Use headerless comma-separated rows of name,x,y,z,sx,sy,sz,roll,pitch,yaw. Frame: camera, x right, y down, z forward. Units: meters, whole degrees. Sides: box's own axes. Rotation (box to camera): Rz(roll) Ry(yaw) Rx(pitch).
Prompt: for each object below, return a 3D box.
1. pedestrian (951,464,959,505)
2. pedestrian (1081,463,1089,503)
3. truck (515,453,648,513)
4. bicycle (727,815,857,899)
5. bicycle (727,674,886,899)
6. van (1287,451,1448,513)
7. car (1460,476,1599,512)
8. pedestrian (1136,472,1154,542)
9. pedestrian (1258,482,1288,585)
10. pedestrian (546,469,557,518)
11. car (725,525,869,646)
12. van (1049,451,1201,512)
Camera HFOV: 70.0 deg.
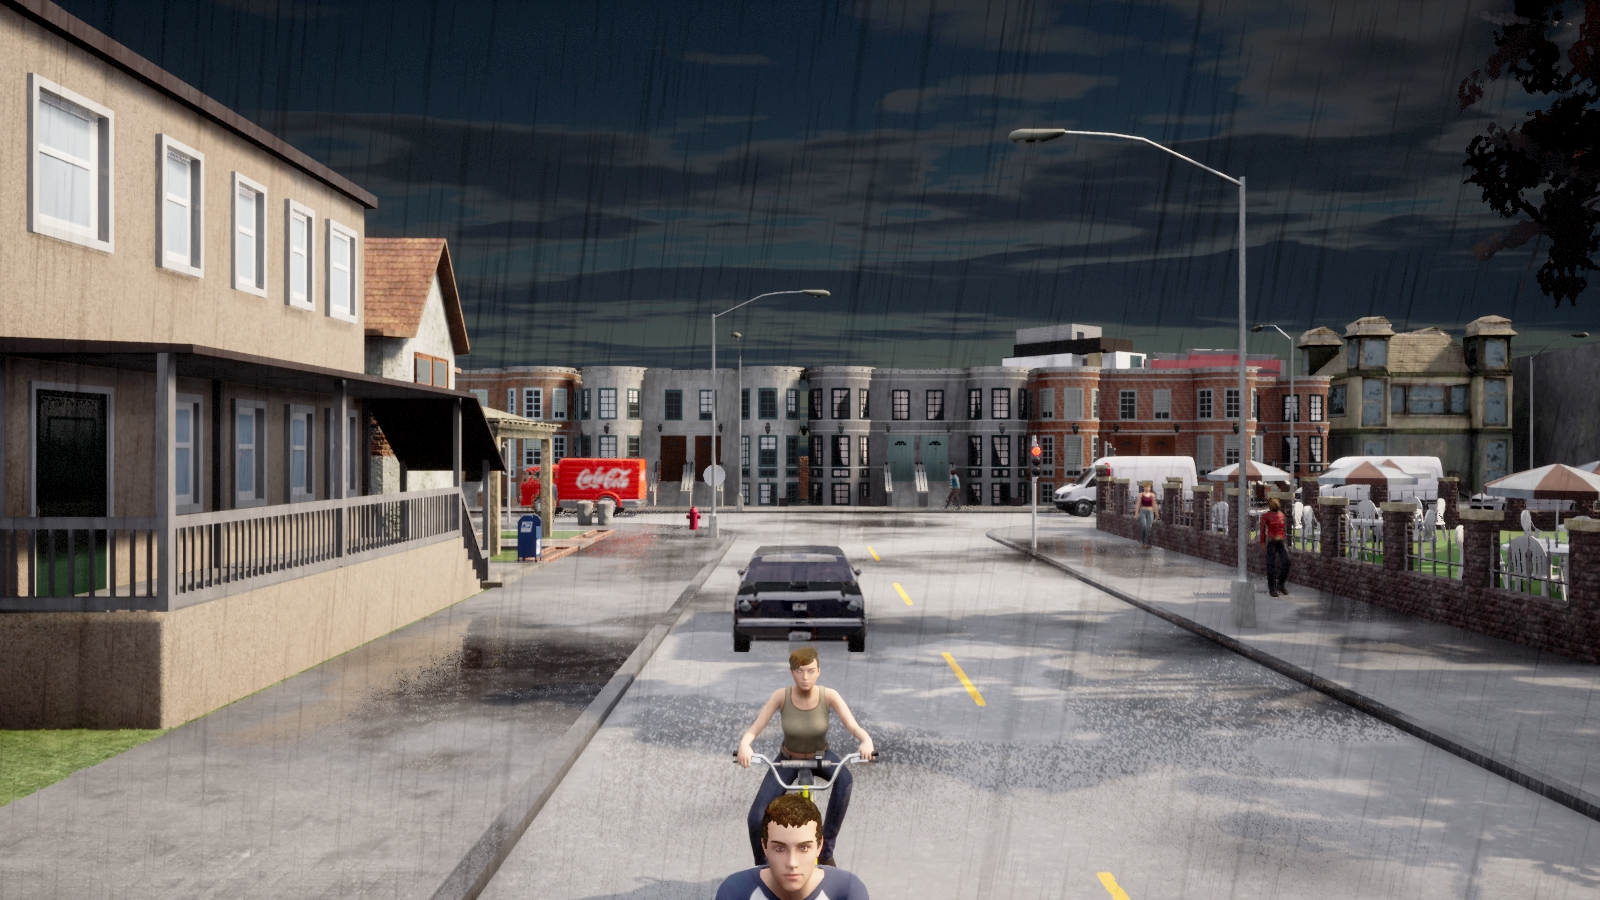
pedestrian,6.954,1.546,51.250,0.375,1.860,0.375,0,0,9
pedestrian,13.396,1.547,53.760,0.375,1.860,0.375,0,0,14
truck,-9.270,1.368,48.853,5.204,2.467,2.627,0,0,0
bicycle,-0.022,1.938,3.212,0.373,1.296,1.643,0,0,0
bicycle,0.033,2.040,6.906,0.859,1.080,1.487,0,0,0
van,24.218,1.335,48.884,5.915,2.561,1.988,0,0,0
car,31.329,1.861,48.882,4.892,1.480,2.231,0,0,0
pedestrian,9.254,1.530,30.659,0.375,1.860,0.375,0,0,2
pedestrian,8.684,1.532,20.981,0.375,1.860,0.375,0,0,-5
pedestrian,-9.510,1.647,43.705,0.375,1.860,0.375,0,0,-21
car,-0.043,1.943,17.453,1.895,1.301,4.718,0,0,0
van,13.838,1.335,48.873,5.915,2.561,1.988,0,0,0
